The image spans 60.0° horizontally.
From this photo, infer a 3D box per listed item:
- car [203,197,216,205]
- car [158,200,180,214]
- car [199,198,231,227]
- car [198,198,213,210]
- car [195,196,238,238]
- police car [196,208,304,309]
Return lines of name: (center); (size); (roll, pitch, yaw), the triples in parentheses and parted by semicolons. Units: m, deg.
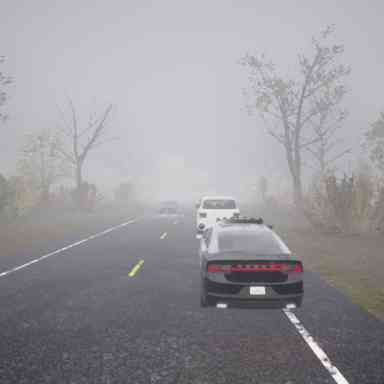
car: (3.382, 1.707, 63.426); (2.033, 1.411, 5.357); (0, 0, 6)
car: (-2.342, 1.587, 35.640); (2.033, 1.411, 5.357); (0, 0, 3)
car: (1.584, 1.365, 23.870); (2.097, 1.767, 4.553); (0, 0, 2)
car: (1.931, 1.582, 46.345); (1.837, 1.490, 4.892); (0, 0, 5)
car: (1.367, 1.232, 17.961); (2.150, 2.045, 5.566); (0, 0, 2)
police car: (1.127, 1.428, 8.088); (1.930, 1.638, 5.238); (0, 0, 1)
